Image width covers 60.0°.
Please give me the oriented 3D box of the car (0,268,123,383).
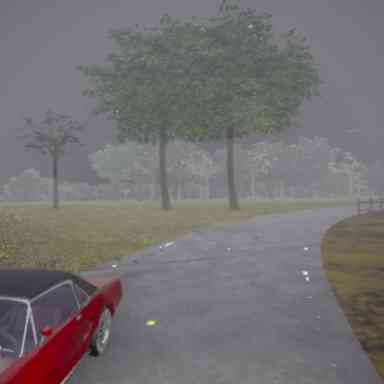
[{"bbox_3d":[-2.228,1.626,3.377,1.895,1.301,4.718,-1,0,4],"label":"car"}]
